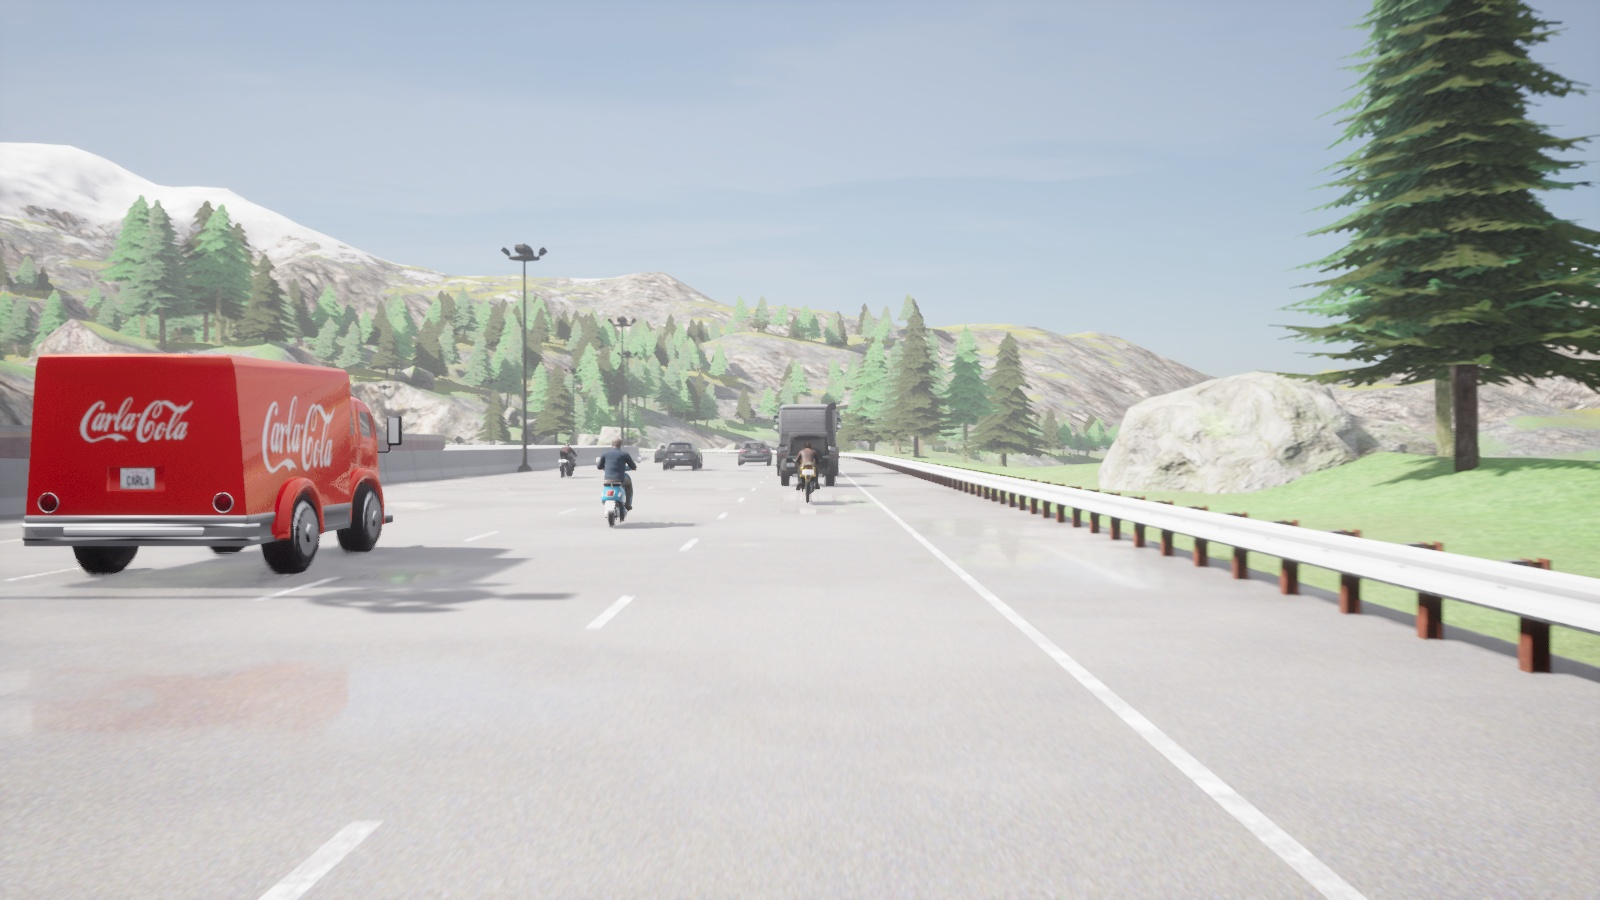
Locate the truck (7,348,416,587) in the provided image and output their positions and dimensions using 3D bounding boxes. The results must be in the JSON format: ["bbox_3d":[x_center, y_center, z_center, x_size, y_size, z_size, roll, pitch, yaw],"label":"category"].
[{"bbox_3d":[-6.895,0.167,15.619,2.627,2.467,5.204,0,0,0],"label":"truck"}]

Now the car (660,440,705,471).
[{"bbox_3d":[-6.579,0.278,70.728,2.033,1.649,4.856,0,0,0],"label":"car"}]

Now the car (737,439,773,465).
[{"bbox_3d":[-2.998,0.117,84.691,2.242,1.667,4.611,0,0,0],"label":"car"}]

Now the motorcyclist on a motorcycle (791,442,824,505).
[{"bbox_3d":[0.195,0.554,31.331,0.797,1.523,2.044,0,0,0],"label":"motorcyclist on a motorcycle"}]

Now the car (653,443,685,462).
[{"bbox_3d":[-9.937,0.173,95.360,1.970,1.475,3.806,0,0,0],"label":"car"}]

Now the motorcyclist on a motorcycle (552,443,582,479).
[{"bbox_3d":[-10.169,0.468,54.876,0.866,1.530,2.191,0,0,0],"label":"motorcyclist on a motorcycle"}]

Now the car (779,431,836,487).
[{"bbox_3d":[0.270,0.296,44.277,1.905,1.878,3.866,0,0,0],"label":"car"}]

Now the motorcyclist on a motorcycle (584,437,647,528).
[{"bbox_3d":[-3.353,0.569,22.983,0.866,1.590,1.817,0,0,0],"label":"motorcyclist on a motorcycle"}]

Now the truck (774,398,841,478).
[{"bbox_3d":[0.350,-0.559,58.268,2.891,3.462,7.936,0,0,0],"label":"truck"}]
